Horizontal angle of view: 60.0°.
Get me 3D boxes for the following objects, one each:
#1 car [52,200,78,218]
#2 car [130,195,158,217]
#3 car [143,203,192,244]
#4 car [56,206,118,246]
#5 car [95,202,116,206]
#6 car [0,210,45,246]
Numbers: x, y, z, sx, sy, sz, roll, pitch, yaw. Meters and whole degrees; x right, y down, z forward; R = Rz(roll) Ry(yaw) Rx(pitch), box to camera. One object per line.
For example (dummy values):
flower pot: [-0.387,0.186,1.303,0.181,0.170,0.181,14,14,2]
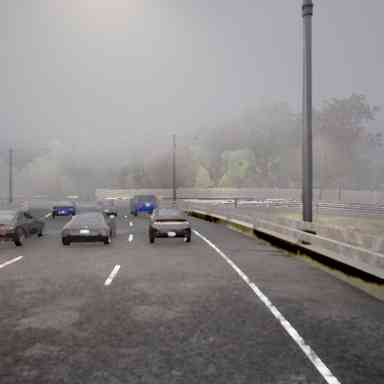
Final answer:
car: [-11.335,1.483,29.819,1.882,1.535,5.008,0,0,-16]
car: [-4.627,1.256,31.819,2.150,2.045,5.566,0,0,-16]
car: [-1.167,1.493,15.930,2.128,1.511,4.902,0,0,-8]
car: [-4.631,1.570,15.430,1.994,1.385,4.181,0,0,-8]
car: [-7.977,1.571,30.804,1.994,1.385,4.181,0,0,-16]
car: [-8.095,1.531,14.931,1.812,1.442,4.674,0,0,-8]
